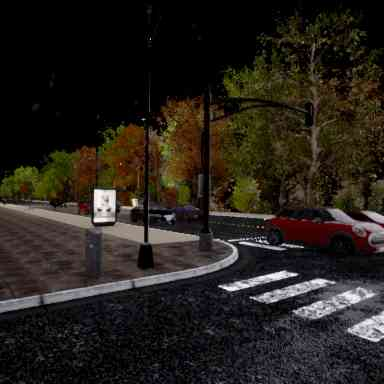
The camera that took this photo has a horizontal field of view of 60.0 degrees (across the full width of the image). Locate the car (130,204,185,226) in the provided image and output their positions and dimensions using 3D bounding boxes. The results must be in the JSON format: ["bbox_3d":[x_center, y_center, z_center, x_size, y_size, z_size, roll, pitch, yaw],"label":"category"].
[{"bbox_3d":[-2.976,1.641,24.829,2.128,1.511,4.902,1,-1,-35],"label":"car"}]

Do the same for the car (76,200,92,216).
[{"bbox_3d":[-10.864,1.642,36.246,2.097,1.767,4.553,1,-1,-34],"label":"car"}]

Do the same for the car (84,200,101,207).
[{"bbox_3d":[-19.984,2.297,66.880,1.994,1.385,4.181,1,-1,-35],"label":"car"}]

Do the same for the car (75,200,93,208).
[{"bbox_3d":[-19.891,2.167,61.022,1.812,1.442,4.674,1,-1,-35],"label":"car"}]

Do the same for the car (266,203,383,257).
[{"bbox_3d":[5.160,1.354,13.073,2.097,1.767,4.553,1,-1,-35],"label":"car"}]

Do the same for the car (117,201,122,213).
[{"bbox_3d":[-10.604,1.926,41.585,2.033,1.411,5.357,1,-1,-34],"label":"car"}]

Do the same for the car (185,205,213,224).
[{"bbox_3d":[-0.597,1.746,27.099,2.033,1.411,5.357,1,-1,-35],"label":"car"}]

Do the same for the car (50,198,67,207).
[{"bbox_3d":[-19.885,1.673,49.439,1.837,1.490,4.892,1,-1,-35],"label":"car"}]

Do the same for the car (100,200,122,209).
[{"bbox_3d":[-14.250,2.123,58.596,2.128,1.511,4.902,1,-1,-35],"label":"car"}]
